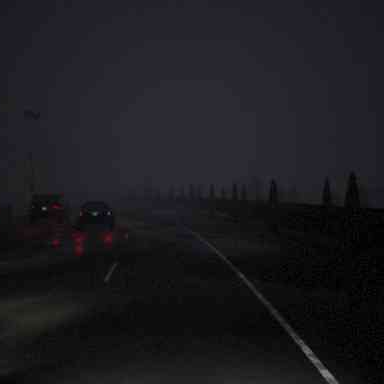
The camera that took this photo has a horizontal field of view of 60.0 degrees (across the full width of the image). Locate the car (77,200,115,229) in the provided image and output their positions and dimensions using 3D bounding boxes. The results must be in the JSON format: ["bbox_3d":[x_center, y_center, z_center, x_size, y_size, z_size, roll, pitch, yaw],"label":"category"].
[{"bbox_3d":[-6.033,1.301,21.265,2.097,1.767,4.553,0,0,-12],"label":"car"}]

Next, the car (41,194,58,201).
[{"bbox_3d":[-33.781,1.293,78.825,5.366,1.575,1.801,0,0,43],"label":"car"}]

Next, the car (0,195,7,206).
[{"bbox_3d":[-29.078,1.396,49.473,1.882,1.535,5.008,0,0,-32],"label":"car"}]

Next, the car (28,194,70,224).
[{"bbox_3d":[-10.314,1.172,24.287,2.150,2.045,5.566,0,0,-15],"label":"car"}]
